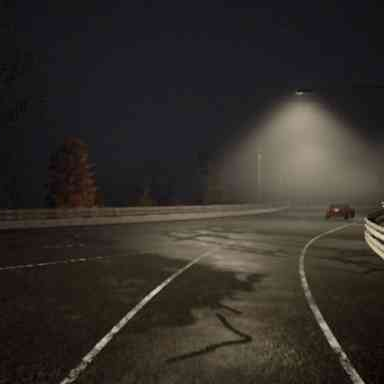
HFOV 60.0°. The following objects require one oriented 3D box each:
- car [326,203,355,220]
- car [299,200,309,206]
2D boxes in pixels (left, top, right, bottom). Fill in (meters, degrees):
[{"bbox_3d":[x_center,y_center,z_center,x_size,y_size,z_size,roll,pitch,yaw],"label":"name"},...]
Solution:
[{"bbox_3d":[15.708,1.940,35.093,2.097,1.767,4.553,0,-1,35],"label":"car"},{"bbox_3d":[29.219,2.878,86.994,1.837,1.490,4.892,0,-1,6],"label":"car"}]
